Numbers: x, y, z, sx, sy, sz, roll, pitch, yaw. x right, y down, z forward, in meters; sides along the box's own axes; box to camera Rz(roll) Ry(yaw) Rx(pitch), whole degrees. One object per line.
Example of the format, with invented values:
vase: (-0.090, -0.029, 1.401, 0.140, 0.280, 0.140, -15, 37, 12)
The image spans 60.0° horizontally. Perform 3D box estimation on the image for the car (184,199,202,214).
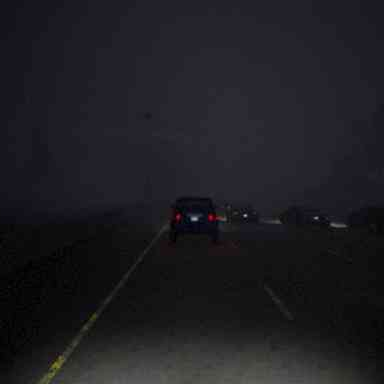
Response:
car: (0.113, 1.530, 36.104, 1.812, 1.442, 4.674, 0, 0, 0)

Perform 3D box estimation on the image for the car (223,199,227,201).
car: (3.613, 1.531, 40.875, 1.812, 1.442, 4.674, 0, 0, 0)

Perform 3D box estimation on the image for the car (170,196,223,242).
car: (0.106, 1.223, 16.581, 2.150, 2.045, 5.566, 0, 0, 0)

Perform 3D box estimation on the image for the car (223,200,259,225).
car: (3.609, 1.567, 24.417, 1.994, 1.385, 4.181, 0, 0, 0)

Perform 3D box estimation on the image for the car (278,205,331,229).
car: (7.108, 1.550, 21.517, 2.033, 1.411, 5.357, 0, 0, 0)

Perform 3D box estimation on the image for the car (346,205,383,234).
car: (10.607, 1.507, 19.077, 1.837, 1.490, 4.892, 0, 0, 0)
